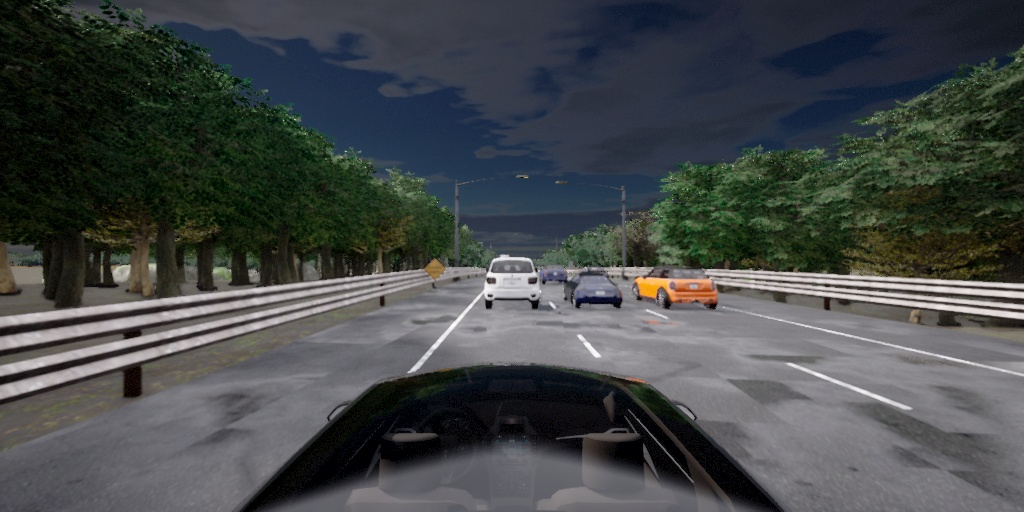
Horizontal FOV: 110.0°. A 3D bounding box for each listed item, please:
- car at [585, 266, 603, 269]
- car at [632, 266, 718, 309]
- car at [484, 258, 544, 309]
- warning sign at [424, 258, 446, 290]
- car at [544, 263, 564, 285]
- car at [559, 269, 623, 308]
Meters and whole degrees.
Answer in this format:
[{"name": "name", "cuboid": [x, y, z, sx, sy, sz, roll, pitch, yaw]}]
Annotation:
[{"name": "car", "cuboid": [6.998, 1.650, 31.167, 2.128, 1.511, 4.902, 0, -1, 0]}, {"name": "car", "cuboid": [6.999, 1.236, 15.929, 2.097, 1.767, 4.553, 0, -1, 0]}, {"name": "car", "cuboid": [-0.001, 1.102, 15.888, 2.150, 2.045, 5.566, 0, -1, 0]}, {"name": "warning sign", "cuboid": [-4.553, 1.068, 21.213, 1.300, 1.860, 1.060, 0, 0, 0]}, {"name": "car", "cuboid": [3.497, 1.502, 30.935, 2.097, 1.767, 4.553, 0, -2, 0]}, {"name": "car", "cuboid": [3.499, 1.453, 16.149, 1.994, 1.385, 4.181, 0, -1, 0]}]
